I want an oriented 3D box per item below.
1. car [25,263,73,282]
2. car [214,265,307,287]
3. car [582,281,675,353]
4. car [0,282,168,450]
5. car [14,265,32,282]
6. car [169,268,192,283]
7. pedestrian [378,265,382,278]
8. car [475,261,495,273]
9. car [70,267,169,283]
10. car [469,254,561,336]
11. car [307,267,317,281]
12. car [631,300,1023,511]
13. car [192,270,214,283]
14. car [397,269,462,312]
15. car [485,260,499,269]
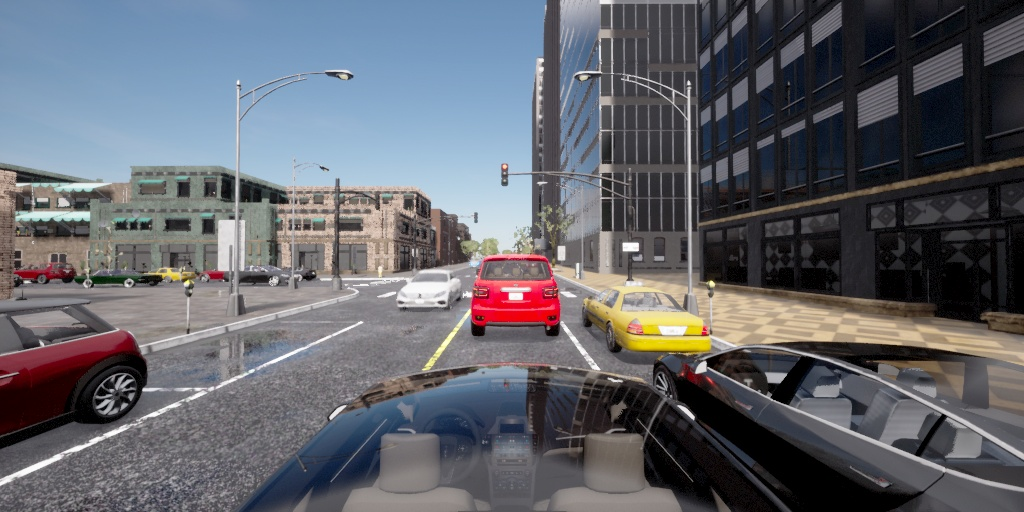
[{"bbox_3d":[-41.673,1.523,31.703,5.009,1.841,2.192,0,0,1],"label":"car"},{"bbox_3d":[-17.892,1.381,25.690,4.902,1.511,2.128,-1,-1,2],"label":"car"},{"bbox_3d":[2.812,1.277,8.622,1.751,1.417,4.829,0,0,0],"label":"car"},{"bbox_3d":[-5.693,1.190,2.843,1.967,1.591,4.097,0,0,0],"label":"car"},{"bbox_3d":[-38.509,1.591,25.901,4.892,1.490,1.837,-1,-1,1],"label":"car"},{"bbox_3d":[-30.748,1.627,31.589,4.829,1.417,1.751,0,0,1],"label":"car"},{"bbox_3d":[-12.621,1.399,34.354,0.375,1.300,0.375,0,0,1],"label":"pedestrian"},{"bbox_3d":[-3.199,1.313,44.003,2.033,1.411,5.357,0,0,0],"label":"car"},{"bbox_3d":[-28.096,1.587,25.779,4.718,1.301,1.895,-1,-1,1],"label":"car"},{"bbox_3d":[0.080,0.975,10.497,2.150,2.045,5.566,0,0,0],"label":"car"},{"bbox_3d":[-19.482,1.562,31.472,4.313,1.339,1.948,0,0,1],"label":"car"},{"bbox_3d":[2.655,1.316,2.809,1.948,1.339,4.313,0,0,0],"label":"car"},{"bbox_3d":[-25.030,1.489,31.530,4.097,1.591,1.967,0,0,1],"label":"car"},{"bbox_3d":[-3.132,1.280,14.477,1.812,1.442,4.674,0,0,0],"label":"car"},{"bbox_3d":[-3.222,1.317,58.033,2.033,1.411,5.357,0,0,0],"label":"car"}]
